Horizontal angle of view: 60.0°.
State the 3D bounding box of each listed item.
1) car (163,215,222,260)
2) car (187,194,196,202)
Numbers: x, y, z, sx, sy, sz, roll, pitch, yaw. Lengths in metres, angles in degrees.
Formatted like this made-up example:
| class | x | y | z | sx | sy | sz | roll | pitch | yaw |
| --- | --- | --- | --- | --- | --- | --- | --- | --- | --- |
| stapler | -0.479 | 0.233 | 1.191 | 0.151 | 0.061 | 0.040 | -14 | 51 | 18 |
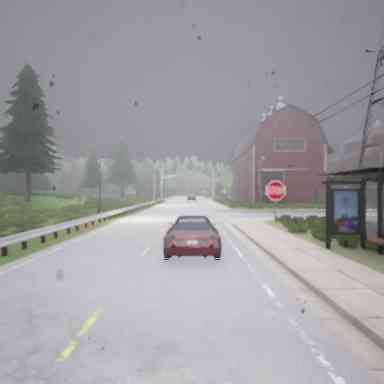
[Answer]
| class | x | y | z | sx | sy | sz | roll | pitch | yaw |
| --- | --- | --- | --- | --- | --- | --- | --- | --- | --- |
| car | 0.026 | 1.554 | 12.442 | 1.994 | 1.385 | 4.181 | 0 | 0 | 0 |
| car | -0.080 | 1.237 | 71.512 | 1.882 | 1.535 | 5.008 | 0 | 0 | 0 |
